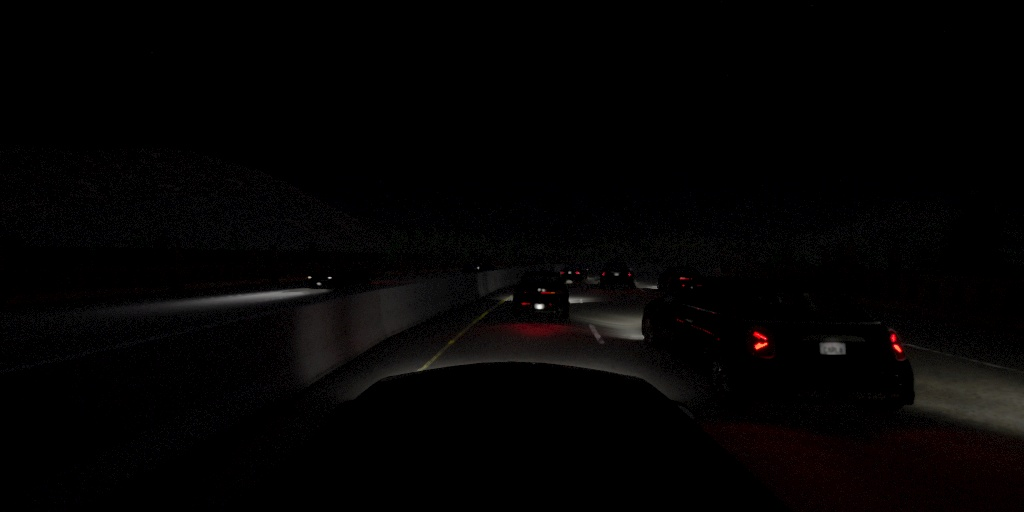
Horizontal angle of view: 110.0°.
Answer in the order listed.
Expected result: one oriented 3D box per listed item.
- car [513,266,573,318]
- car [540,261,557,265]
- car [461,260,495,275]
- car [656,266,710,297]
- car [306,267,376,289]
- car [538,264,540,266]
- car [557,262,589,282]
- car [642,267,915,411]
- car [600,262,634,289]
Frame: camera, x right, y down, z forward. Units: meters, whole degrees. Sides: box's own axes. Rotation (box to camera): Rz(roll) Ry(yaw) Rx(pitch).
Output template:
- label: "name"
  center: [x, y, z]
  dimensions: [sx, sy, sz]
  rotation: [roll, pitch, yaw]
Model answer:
- label: "car"
  center: [1.166, 1.300, 13.334]
  dimensions: [1.837, 1.490, 4.892]
  rotation: [0, 0, 8]
- label: "car"
  center: [6.130, 1.541, 49.873]
  dimensions: [1.895, 1.301, 4.718]
  rotation: [0, 0, 29]
- label: "car"
  center: [-3.486, 1.221, 37.513]
  dimensions: [2.097, 1.767, 4.553]
  rotation: [0, 0, 22]
- label: "car"
  center: [9.700, 1.350, 20.731]
  dimensions: [1.837, 1.490, 4.892]
  rotation: [0, 0, 13]
- label: "car"
  center: [-11.275, 1.400, 24.015]
  dimensions: [1.895, 1.301, 4.718]
  rotation: [0, 0, 13]
- label: "car"
  center: [6.222, 1.561, 64.432]
  dimensions: [1.812, 1.442, 4.674]
  rotation: [0, 0, 29]
- label: "car"
  center: [5.457, 1.418, 31.130]
  dimensions: [2.033, 1.411, 5.357]
  rotation: [0, 0, 19]
- label: "car"
  center: [3.942, 1.130, 6.394]
  dimensions: [2.097, 1.767, 4.553]
  rotation: [0, 0, 3]
- label: "car"
  center: [7.146, 1.204, 24.673]
  dimensions: [2.097, 1.767, 4.553]
  rotation: [0, 0, 15]
